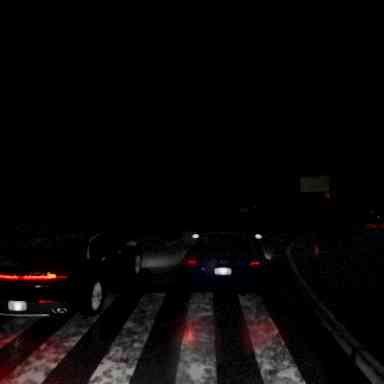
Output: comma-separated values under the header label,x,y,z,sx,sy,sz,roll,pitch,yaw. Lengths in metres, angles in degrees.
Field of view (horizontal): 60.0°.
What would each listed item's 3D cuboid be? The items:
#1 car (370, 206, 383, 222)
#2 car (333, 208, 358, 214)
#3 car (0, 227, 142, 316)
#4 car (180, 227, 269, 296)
label,x,y,z,sx,sy,sz,roll,pitch,yaw
car,18.952,2.117,32.342,4.902,1.511,2.128,0,-3,-44
car,27.324,3.560,59.789,1.895,1.301,4.718,2,-5,-19
car,-2.525,1.583,7.702,1.837,1.490,4.892,-1,-1,6
car,0.916,1.613,8.837,1.994,1.385,4.181,-1,0,8
